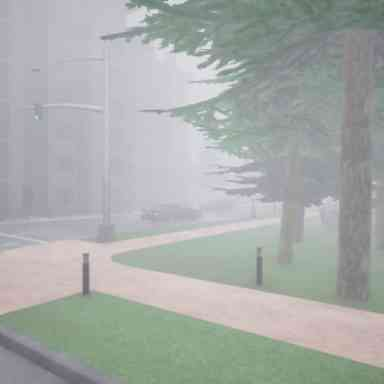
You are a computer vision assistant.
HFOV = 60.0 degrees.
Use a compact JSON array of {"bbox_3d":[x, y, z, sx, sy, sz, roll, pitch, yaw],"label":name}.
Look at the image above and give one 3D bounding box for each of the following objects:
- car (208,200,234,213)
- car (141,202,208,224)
[{"bbox_3d":[2.699,1.449,36.101,1.882,1.535,5.008,0,0,37],"label":"car"},{"bbox_3d":[-1.367,1.527,24.633,2.033,1.411,5.357,0,0,37],"label":"car"}]
